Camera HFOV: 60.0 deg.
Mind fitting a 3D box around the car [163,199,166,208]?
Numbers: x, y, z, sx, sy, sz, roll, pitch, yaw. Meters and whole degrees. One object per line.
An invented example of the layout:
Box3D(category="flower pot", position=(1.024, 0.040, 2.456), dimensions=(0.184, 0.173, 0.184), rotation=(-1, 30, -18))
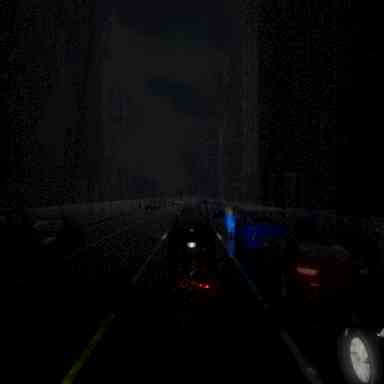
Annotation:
Box3D(category="car", position=(-5.776, 1.961, 53.649), dimensions=(1.967, 1.590, 4.097), rotation=(0, -1, 0))

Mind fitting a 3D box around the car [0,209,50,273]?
Box3D(category="car", position=(-5.764, 1.392, 8.233), dimensions=(2.192, 1.841, 5.009), rotation=(0, -1, 0))

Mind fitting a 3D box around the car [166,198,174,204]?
Box3D(category="car", position=(-5.785, 2.388, 87.541), dimensions=(1.752, 1.417, 4.829), rotation=(0, -1, 0))

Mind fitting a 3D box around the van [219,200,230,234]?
Box3D(category="van", position=(2.758, 1.525, 19.591), dimensions=(1.690, 1.788, 3.998), rotation=(0, -1, 0))

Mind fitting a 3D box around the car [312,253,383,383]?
Box3D(category="car", position=(2.762, 1.575, 2.557), dimensions=(2.008, 1.369, 4.403), rotation=(0, -1, 0))

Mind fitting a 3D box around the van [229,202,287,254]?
Box3D(category="van", position=(2.759, 1.471, 13.915), dimensions=(1.690, 1.788, 3.998), rotation=(0, -1, 0))

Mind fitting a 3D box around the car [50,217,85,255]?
Box3D(category="car", position=(-5.766, 1.712, 13.908), dimensions=(1.802, 1.307, 4.206), rotation=(0, -1, 0))

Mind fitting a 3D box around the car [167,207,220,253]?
Box3D(category="car", position=(-0.001, 1.641, 14.297), dimensions=(1.837, 1.490, 4.892), rotation=(0, 0, 0))

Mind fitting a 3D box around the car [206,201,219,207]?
Box3D(category="car", position=(2.753, 1.933, 36.621), dimensions=(1.802, 1.307, 4.206), rotation=(0, -1, 0))

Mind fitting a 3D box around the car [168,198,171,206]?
Box3D(category="car", position=(-5.779, 2.200, 65.002), dimensions=(1.947, 1.339, 4.313), rotation=(0, -1, 0))

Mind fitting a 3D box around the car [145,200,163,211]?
Box3D(category="car", position=(-5.775, 2.015, 47.971), dimensions=(2.008, 1.369, 4.403), rotation=(0, -1, 0))

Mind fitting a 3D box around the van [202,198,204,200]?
Box3D(category="van", position=(2.750, 1.805, 47.978), dimensions=(1.690, 1.788, 3.998), rotation=(0, -1, 0))

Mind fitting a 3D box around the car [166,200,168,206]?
Box3D(category="car", position=(-5.777, 2.101, 59.155), dimensions=(1.752, 1.417, 4.829), rotation=(0, -1, 0))

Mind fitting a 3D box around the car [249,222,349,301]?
Box3D(category="car", position=(2.761, 1.659, 8.235), dimensions=(1.802, 1.307, 4.206), rotation=(0, -1, 0))

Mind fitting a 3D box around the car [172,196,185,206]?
Box3D(category="car", position=(-3.018, 2.217, 70.966), dimensions=(1.812, 1.442, 4.674), rotation=(0, -1, 0))

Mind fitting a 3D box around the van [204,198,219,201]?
Box3D(category="van", position=(2.752, 1.749, 42.301), dimensions=(1.690, 1.788, 3.998), rotation=(0, -1, 0))

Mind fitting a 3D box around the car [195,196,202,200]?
Box3D(category="car", position=(2.341, 2.250, 78.892), dimensions=(1.882, 1.535, 5.008), rotation=(0, -1, 0))

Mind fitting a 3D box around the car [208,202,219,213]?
Box3D(category="car", position=(2.755, 1.877, 30.943), dimensions=(1.802, 1.307, 4.206), rotation=(0, -1, 0))

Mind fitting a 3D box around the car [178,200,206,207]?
Box3D(category="car", position=(-0.003, 1.758, 29.471), dimensions=(1.882, 1.535, 5.008), rotation=(0, 0, 0))

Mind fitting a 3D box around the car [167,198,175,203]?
Box3D(category="car", position=(-5.786, 2.468, 93.387), dimensions=(1.887, 1.381, 4.507), rotation=(0, -1, 0))
